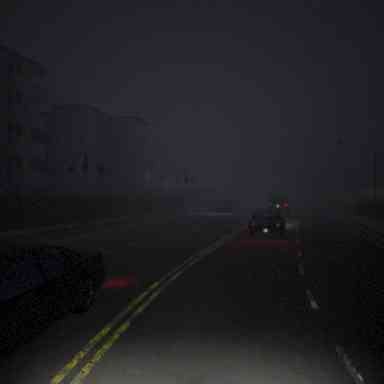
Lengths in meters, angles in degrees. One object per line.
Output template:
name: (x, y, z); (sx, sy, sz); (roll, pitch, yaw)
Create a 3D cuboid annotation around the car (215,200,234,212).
car: (4.356, 1.811, 43.622); (1.837, 1.490, 4.892); (0, 0, 17)

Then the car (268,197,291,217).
car: (9.231, 1.505, 35.248); (2.150, 2.045, 5.566); (0, 0, 17)

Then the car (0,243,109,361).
car: (-3.061, 1.564, 5.113); (2.033, 1.411, 5.357); (0, 0, 8)

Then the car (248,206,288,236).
car: (4.510, 1.756, 19.655); (1.895, 1.301, 4.718); (0, 0, 17)
